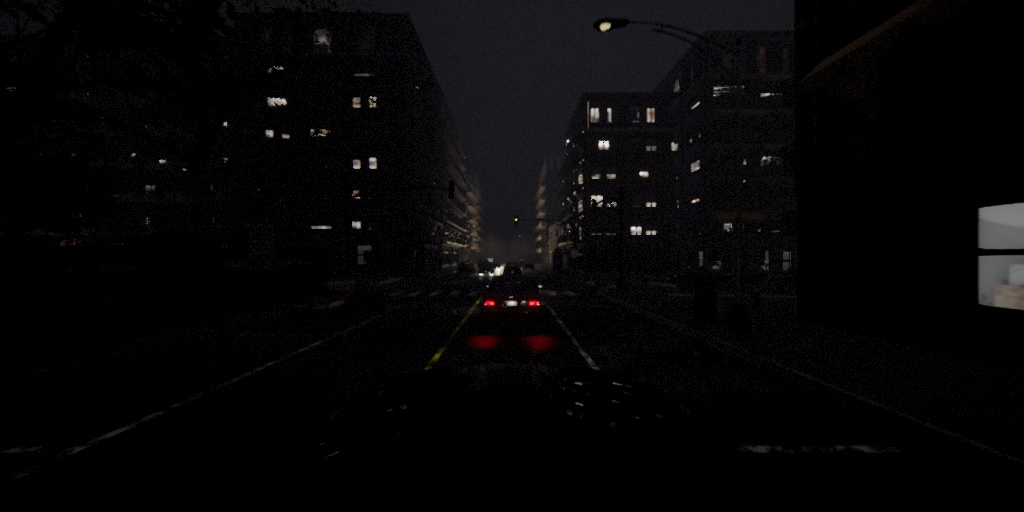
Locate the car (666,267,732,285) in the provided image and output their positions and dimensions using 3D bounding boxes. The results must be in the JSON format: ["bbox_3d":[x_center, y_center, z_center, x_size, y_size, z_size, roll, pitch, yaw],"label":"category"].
[{"bbox_3d":[15.606,1.682,30.505,4.674,1.442,1.812,1,0,-1],"label":"car"}]

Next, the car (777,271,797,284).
[{"bbox_3d":[27.013,1.937,33.217,4.207,1.307,1.802,0,0,-1],"label":"car"}]

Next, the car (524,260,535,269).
[{"bbox_3d":[2.622,1.512,55.955,2.007,1.370,4.403,0,0,0],"label":"car"}]

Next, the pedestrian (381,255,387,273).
[{"bbox_3d":[-12.756,0.785,35.662,0.375,1.860,0.375,0,-1,-1],"label":"pedestrian"}]

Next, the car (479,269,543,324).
[{"bbox_3d":[0.072,1.337,12.174,2.033,1.411,5.357,0,0,2],"label":"car"}]

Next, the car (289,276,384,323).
[{"bbox_3d":[-5.703,1.372,12.262,1.802,1.307,4.207,0,0,0],"label":"car"}]

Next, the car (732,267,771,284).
[{"bbox_3d":[21.340,1.694,33.141,4.097,1.591,1.967,0,0,-1],"label":"car"}]

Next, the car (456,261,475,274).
[{"bbox_3d":[-5.744,1.356,44.672,1.967,1.591,4.097,0,0,0],"label":"car"}]

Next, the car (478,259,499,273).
[{"bbox_3d":[-3.147,1.468,45.779,2.033,1.411,5.357,0,0,0],"label":"car"}]

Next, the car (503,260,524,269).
[{"bbox_3d":[0.052,1.414,37.488,1.812,1.442,4.674,0,0,0],"label":"car"}]
